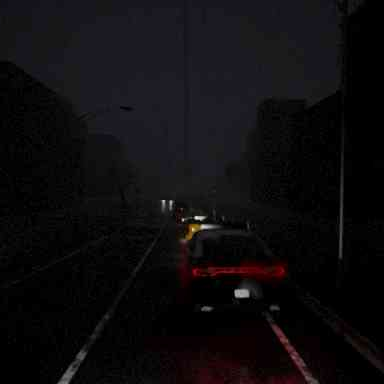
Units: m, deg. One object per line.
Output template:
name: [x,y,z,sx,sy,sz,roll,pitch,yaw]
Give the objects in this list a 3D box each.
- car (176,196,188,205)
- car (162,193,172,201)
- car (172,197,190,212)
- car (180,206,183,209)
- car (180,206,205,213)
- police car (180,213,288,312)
car: [-1.828,1.477,58.453,1.994,1.385,4.181,0,2,-2]
car: [-5.222,0.987,70.127,1.812,1.442,4.674,0,2,-2]
car: [-1.359,1.854,44.827,1.837,1.490,4.892,0,1,-2]
car: [0.226,1.971,24.035,1.812,1.442,4.674,0,-1,-2]
car: [0.420,1.802,18.225,1.801,1.575,5.366,0,-1,-2]
police car: [0.754,1.536,8.126,1.930,1.638,5.238,0,-1,-2]
